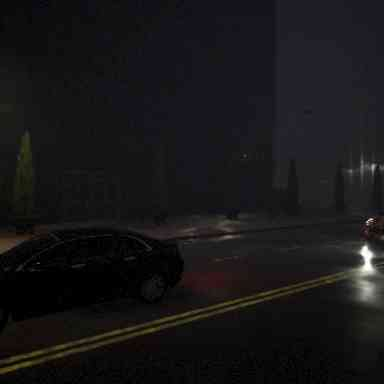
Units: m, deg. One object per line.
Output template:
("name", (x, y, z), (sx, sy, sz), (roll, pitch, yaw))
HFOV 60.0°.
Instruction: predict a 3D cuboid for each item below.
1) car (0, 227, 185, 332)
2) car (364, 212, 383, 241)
("car", (-2.438, 1.501, 6.551), (4.892, 1.490, 1.837), (0, 0, -35))
("car", (9.827, 1.320, 15.154), (4.553, 1.767, 2.097), (0, 0, -35))
